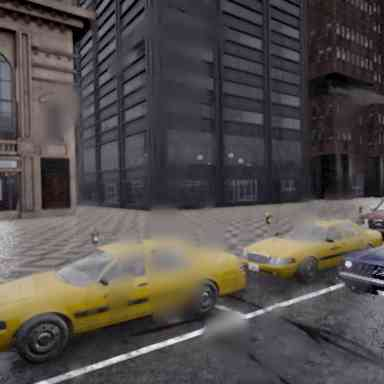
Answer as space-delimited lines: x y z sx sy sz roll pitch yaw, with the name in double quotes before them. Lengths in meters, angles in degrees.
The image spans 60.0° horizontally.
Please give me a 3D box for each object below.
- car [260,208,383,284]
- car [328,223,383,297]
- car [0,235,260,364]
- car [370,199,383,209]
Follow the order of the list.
"car" 3.385 1.353 9.042 4.829 1.417 1.752 -2 1 -35
"car" 5.163 1.424 7.036 4.718 1.301 1.895 -1 1 -35
"car" -1.214 1.474 5.779 4.829 1.417 1.752 -2 1 -35
"car" 8.119 1.019 12.403 5.009 1.841 2.192 -1 1 -35
